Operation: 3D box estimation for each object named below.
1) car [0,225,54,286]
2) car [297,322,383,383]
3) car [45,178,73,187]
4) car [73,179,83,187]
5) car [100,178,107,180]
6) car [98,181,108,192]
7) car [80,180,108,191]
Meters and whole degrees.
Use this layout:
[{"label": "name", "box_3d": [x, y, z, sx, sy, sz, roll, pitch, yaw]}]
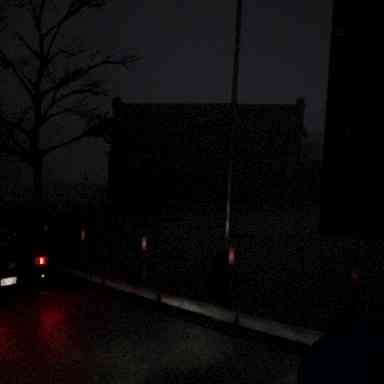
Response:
[{"label": "car", "box_3d": [-5.384, 1.453, 8.094, 4.718, 1.301, 1.895, 2, 1, 39]}, {"label": "car", "box_3d": [3.062, 1.488, 1.608, 5.008, 1.535, 1.882, 0, 0, 35]}, {"label": "car", "box_3d": [-26.753, -1.914, 65.894, 4.553, 1.767, 2.185, 4, 3, 20]}, {"label": "car", "box_3d": [-25.826, -1.861, 68.499, 5.008, 1.535, 2.097, 4, 3, 20]}, {"label": "car", "box_3d": [-22.927, -2.085, 76.247, 4.892, 1.521, 2.231, 4, 3, 20]}, {"label": "car", "box_3d": [-13.332, -0.701, 57.874, 2.033, 1.411, 5.357, 4, 3, 21]}, {"label": "car", "box_3d": [-16.724, -0.830, 57.362, 1.994, 1.385, 4.181, 4, 3, 21]}]
